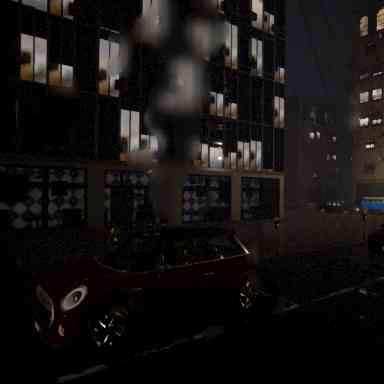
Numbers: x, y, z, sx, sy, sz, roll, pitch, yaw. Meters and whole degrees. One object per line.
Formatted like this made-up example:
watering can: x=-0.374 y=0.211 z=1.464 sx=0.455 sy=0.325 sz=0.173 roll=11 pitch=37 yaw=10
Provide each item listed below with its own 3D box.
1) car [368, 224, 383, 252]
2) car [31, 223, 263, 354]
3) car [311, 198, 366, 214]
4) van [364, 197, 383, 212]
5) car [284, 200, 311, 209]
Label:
car: x=8.406 y=1.567 z=12.545 sx=4.313 sy=1.339 sz=1.947 roll=0 pitch=1 yaw=-35
car: x=-0.669 y=1.441 z=6.068 sx=4.097 sy=1.590 sz=1.967 roll=0 pitch=1 yaw=-35
car: x=15.243 y=1.620 z=34.821 sx=2.008 sy=1.369 sz=4.403 roll=0 pitch=-1 yaw=-35
van: x=22.128 y=1.524 z=39.601 sx=1.690 sy=1.788 sz=3.998 roll=0 pitch=-1 yaw=-35
car: x=15.697 y=1.787 z=48.854 sx=1.752 sy=1.417 sz=4.829 roll=0 pitch=-1 yaw=-35
